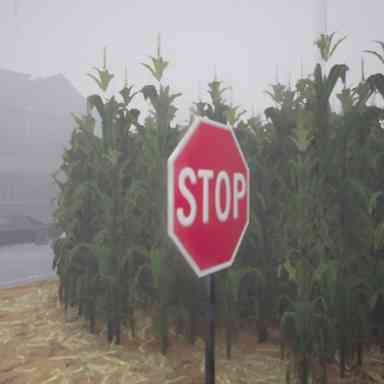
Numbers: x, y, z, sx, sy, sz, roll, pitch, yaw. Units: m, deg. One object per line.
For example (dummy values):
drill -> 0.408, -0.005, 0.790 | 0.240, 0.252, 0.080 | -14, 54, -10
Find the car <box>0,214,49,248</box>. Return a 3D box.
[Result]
car -> -7.634, 1.575, 13.064 | 1.895, 1.301, 4.718 | 0, 0, 36
